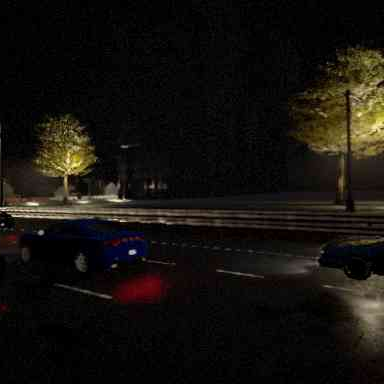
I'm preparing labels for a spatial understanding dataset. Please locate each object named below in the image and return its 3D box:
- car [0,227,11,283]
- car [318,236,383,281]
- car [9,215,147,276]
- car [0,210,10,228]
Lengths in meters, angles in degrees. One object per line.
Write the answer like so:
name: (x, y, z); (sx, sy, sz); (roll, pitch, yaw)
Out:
car: (-6.753, 1.717, 8.808); (4.181, 1.385, 1.994); (-1, -1, 35)
car: (6.070, 1.546, 8.260); (5.357, 1.411, 2.033); (-1, 0, 35)
car: (-3.714, 1.609, 10.939); (5.008, 1.535, 1.882); (-1, -1, 35)
car: (-14.015, 1.917, 22.578); (4.902, 1.511, 2.128); (-1, -1, 35)
